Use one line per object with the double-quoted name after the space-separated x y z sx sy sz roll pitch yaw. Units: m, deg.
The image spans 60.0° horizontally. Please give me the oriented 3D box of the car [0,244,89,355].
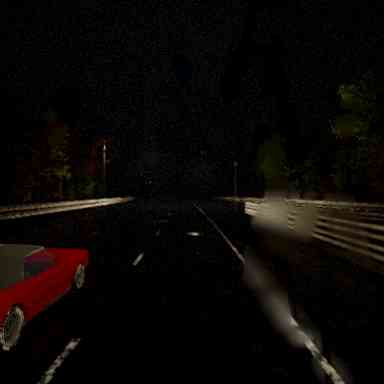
-3.423 1.609 6.024 1.895 1.301 4.718 0 0 0 "car"
